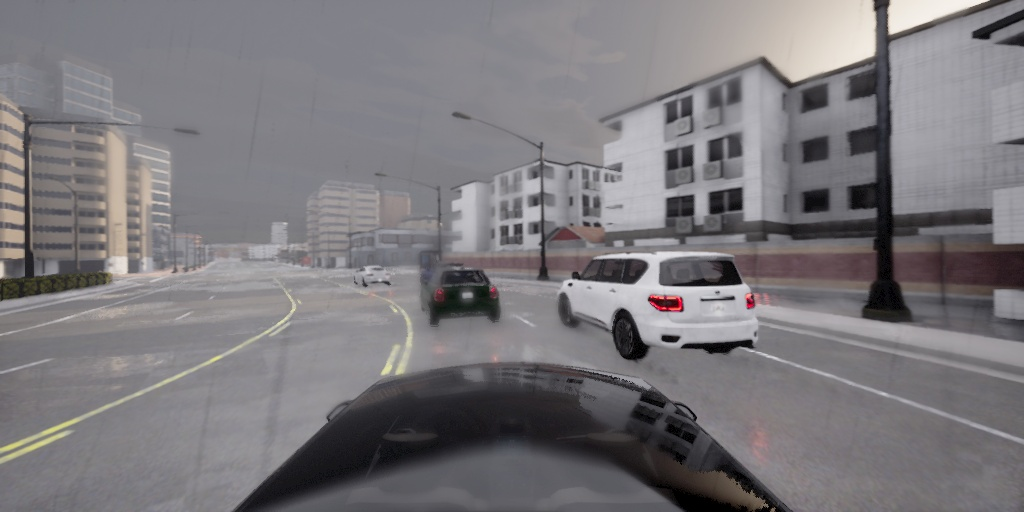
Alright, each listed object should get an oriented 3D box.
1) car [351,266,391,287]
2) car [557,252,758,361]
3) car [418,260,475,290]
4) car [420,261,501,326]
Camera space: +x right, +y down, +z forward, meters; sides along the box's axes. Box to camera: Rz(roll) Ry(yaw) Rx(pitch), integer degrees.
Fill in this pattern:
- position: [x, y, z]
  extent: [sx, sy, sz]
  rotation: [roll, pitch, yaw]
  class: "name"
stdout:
- position: [-10.376, 1.444, 26.524]
  extent: [1.812, 1.442, 4.674]
  rotation: [-1, 0, -35]
  class: "car"
- position: [2.839, 0.940, 8.467]
  extent: [2.150, 2.045, 5.566]
  rotation: [0, 0, -11]
  class: "car"
- position: [-4.496, 1.187, 24.032]
  extent: [2.097, 1.767, 4.553]
  rotation: [-1, 0, -33]
  class: "car"
- position: [-1.916, 1.141, 12.192]
  extent: [2.097, 1.767, 4.553]
  rotation: [-1, 0, -18]
  class: "car"
